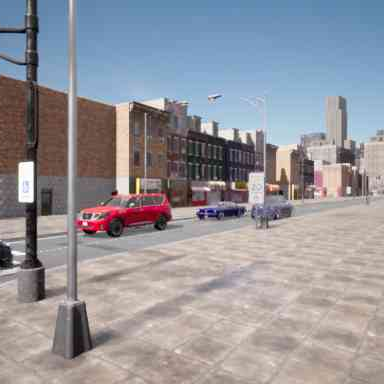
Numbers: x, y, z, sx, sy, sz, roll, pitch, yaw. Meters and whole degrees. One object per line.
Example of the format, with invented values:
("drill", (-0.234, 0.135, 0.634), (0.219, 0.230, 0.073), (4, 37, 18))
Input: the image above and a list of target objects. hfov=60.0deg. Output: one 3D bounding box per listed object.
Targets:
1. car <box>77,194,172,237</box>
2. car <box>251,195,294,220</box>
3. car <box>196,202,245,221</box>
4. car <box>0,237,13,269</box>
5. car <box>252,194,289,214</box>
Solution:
("car", (-3.394, 1.118, 17.779), (2.150, 2.045, 5.566), (0, 0, 35))
("car", (6.549, 1.178, 26.662), (2.097, 1.767, 4.553), (0, 0, 35))
("car", (2.284, 1.436, 25.766), (1.895, 1.301, 4.718), (0, 0, 35))
("car", (-6.833, 1.337, 7.881), (2.097, 1.767, 4.553), (0, 0, 35))
("car", (8.086, 1.140, 33.885), (2.097, 1.767, 4.553), (0, 0, 36))
